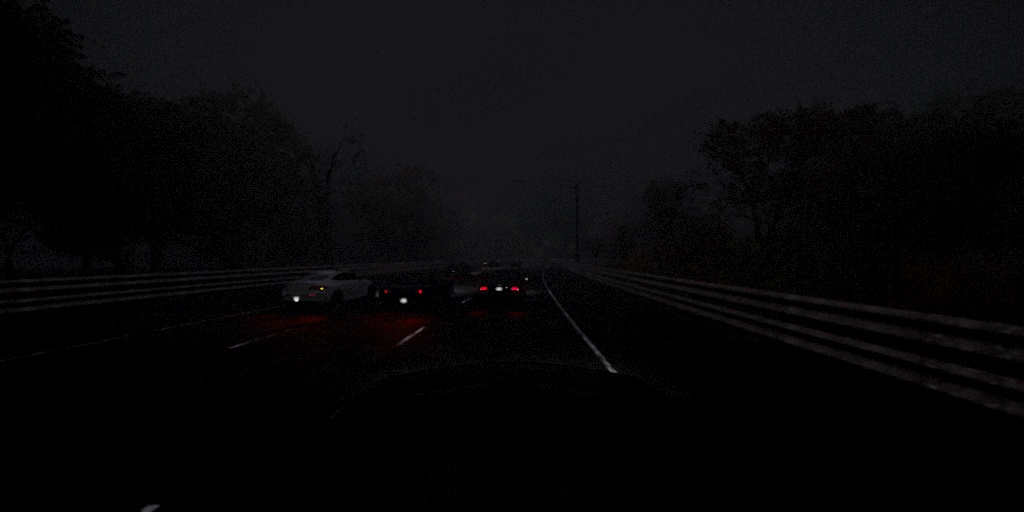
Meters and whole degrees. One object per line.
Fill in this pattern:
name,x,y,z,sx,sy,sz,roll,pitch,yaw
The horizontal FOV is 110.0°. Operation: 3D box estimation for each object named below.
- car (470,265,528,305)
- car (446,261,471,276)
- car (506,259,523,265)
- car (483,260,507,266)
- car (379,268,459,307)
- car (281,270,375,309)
car,-0.320,1.319,16.250,2.033,1.411,5.357,0,0,4
car,-5.594,1.296,37.918,2.128,1.511,4.902,0,0,5
car,0.832,1.368,64.168,2.128,1.511,4.902,0,0,7
car,-2.045,1.413,38.500,1.895,1.301,4.718,0,0,5
car,-3.886,1.364,15.578,1.895,1.301,4.718,0,0,4
car,-7.410,1.281,14.883,1.812,1.442,4.674,0,0,4
